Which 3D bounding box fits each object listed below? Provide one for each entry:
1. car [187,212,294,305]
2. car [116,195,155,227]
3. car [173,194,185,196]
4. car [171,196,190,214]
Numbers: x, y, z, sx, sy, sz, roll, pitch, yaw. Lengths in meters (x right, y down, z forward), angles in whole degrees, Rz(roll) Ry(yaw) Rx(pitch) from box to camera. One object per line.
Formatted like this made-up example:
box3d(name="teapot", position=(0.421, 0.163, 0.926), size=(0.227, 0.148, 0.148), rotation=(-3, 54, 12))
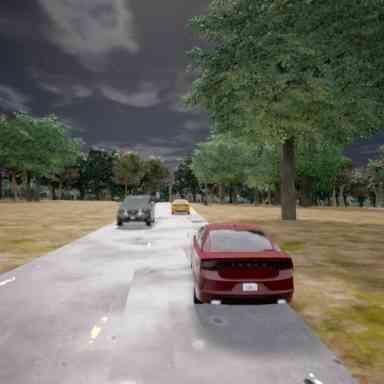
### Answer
box3d(name="car", position=(0.932, 1.476, 8.173), size=(1.882, 1.535, 5.008), rotation=(0, 0, -2))
box3d(name="car", position=(-3.741, 1.233, 23.024), size=(2.150, 2.045, 5.566), rotation=(0, 0, -3))
box3d(name="car", position=(-1.781, 1.349, 46.380), size=(2.150, 2.045, 5.566), rotation=(0, 0, -3))
box3d(name="car", position=(-1.253, 1.543, 35.871), size=(1.882, 1.535, 5.008), rotation=(0, 0, -3))
